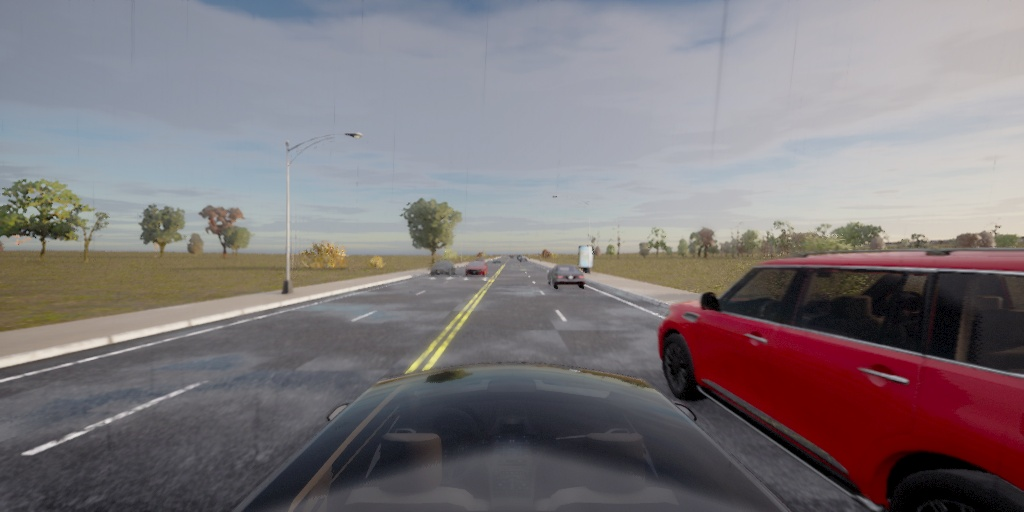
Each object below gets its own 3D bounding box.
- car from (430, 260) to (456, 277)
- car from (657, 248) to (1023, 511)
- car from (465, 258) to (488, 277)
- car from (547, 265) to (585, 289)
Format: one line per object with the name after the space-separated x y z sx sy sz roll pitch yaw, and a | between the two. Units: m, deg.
-6.592 1.190 34.648 1.837 1.490 4.892 0 0 0 | car
3.310 0.969 3.233 2.150 2.045 5.566 0 0 0 | car
-3.342 1.163 34.341 1.882 1.535 5.008 0 0 0 | car
3.337 1.257 22.821 2.033 1.411 5.357 0 0 0 | car
